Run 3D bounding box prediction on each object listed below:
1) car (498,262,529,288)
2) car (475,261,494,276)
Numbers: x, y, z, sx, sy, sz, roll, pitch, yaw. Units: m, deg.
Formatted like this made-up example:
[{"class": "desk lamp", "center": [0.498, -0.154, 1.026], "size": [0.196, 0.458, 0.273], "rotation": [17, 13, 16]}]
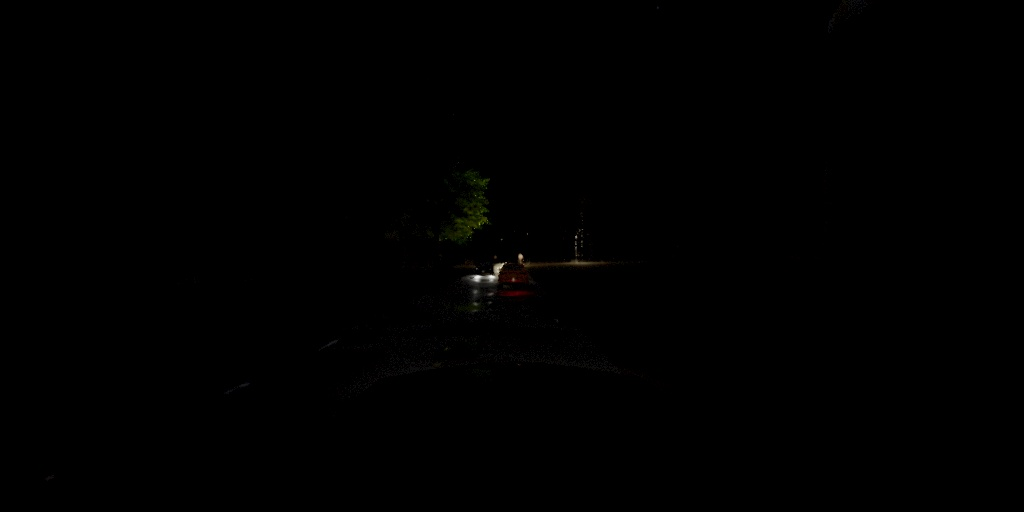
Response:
[{"class": "car", "center": [0.089, 1.214, 23.351], "size": [1.882, 1.535, 5.008], "rotation": [0, 0, 0]}, {"class": "car", "center": [-2.851, 1.268, 37.960], "size": [1.812, 1.442, 4.674], "rotation": [0, 0, 0]}]
